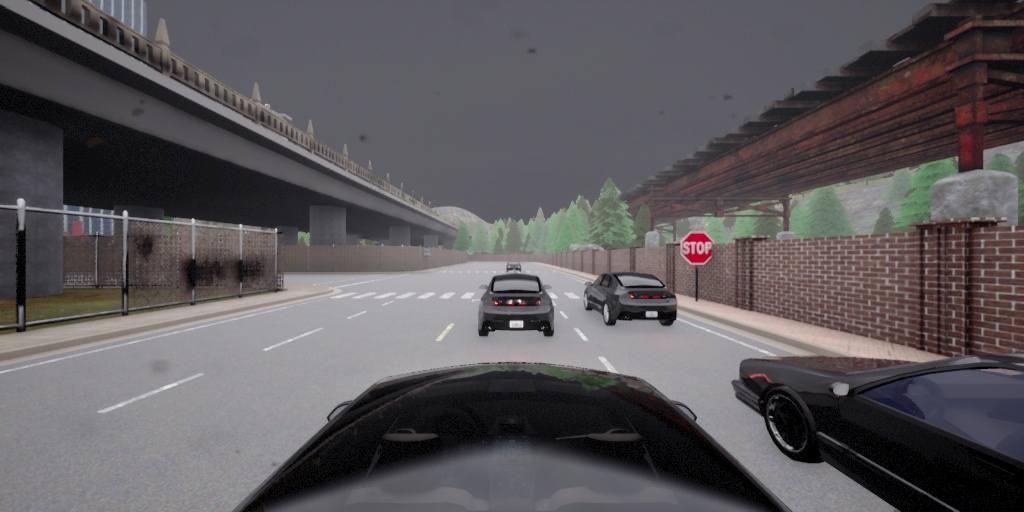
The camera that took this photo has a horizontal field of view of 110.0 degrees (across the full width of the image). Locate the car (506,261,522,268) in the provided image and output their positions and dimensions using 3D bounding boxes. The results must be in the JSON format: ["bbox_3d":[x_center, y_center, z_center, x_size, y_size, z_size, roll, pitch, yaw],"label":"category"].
[{"bbox_3d":[0.218,1.338,45.460,1.895,1.301,4.718,0,0,-1],"label":"car"}]

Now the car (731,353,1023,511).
[{"bbox_3d":[3.600,1.297,1.904,2.033,1.411,5.357,0,0,0],"label":"car"}]

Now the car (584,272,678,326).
[{"bbox_3d":[3.605,1.252,11.651,1.837,1.490,4.892,0,0,0],"label":"car"}]

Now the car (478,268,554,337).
[{"bbox_3d":[0.103,1.252,10.293,1.837,1.490,4.892,0,0,0],"label":"car"}]
